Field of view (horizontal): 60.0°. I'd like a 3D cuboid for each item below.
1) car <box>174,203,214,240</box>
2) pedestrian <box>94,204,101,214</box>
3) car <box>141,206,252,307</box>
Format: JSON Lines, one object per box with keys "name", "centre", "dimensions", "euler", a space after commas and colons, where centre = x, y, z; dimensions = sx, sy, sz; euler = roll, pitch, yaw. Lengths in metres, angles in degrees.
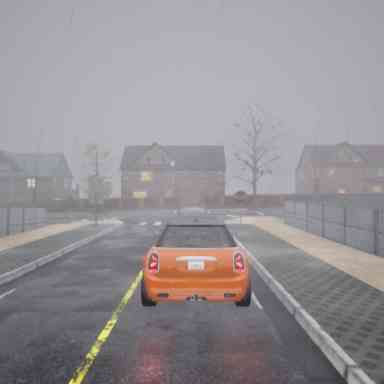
{"name": "car", "centre": [0.007, 1.480, 18.153], "dimensions": [1.882, 1.535, 5.008], "euler": [0, 0, -2]}
{"name": "pedestrian", "centre": [-9.681, 1.269, 34.050], "dimensions": [0.375, 1.860, 0.375], "euler": [0, 2, 0]}
{"name": "car", "centre": [0.082, 1.350, 8.150], "dimensions": [2.097, 1.767, 4.553], "euler": [0, 0, 0]}
